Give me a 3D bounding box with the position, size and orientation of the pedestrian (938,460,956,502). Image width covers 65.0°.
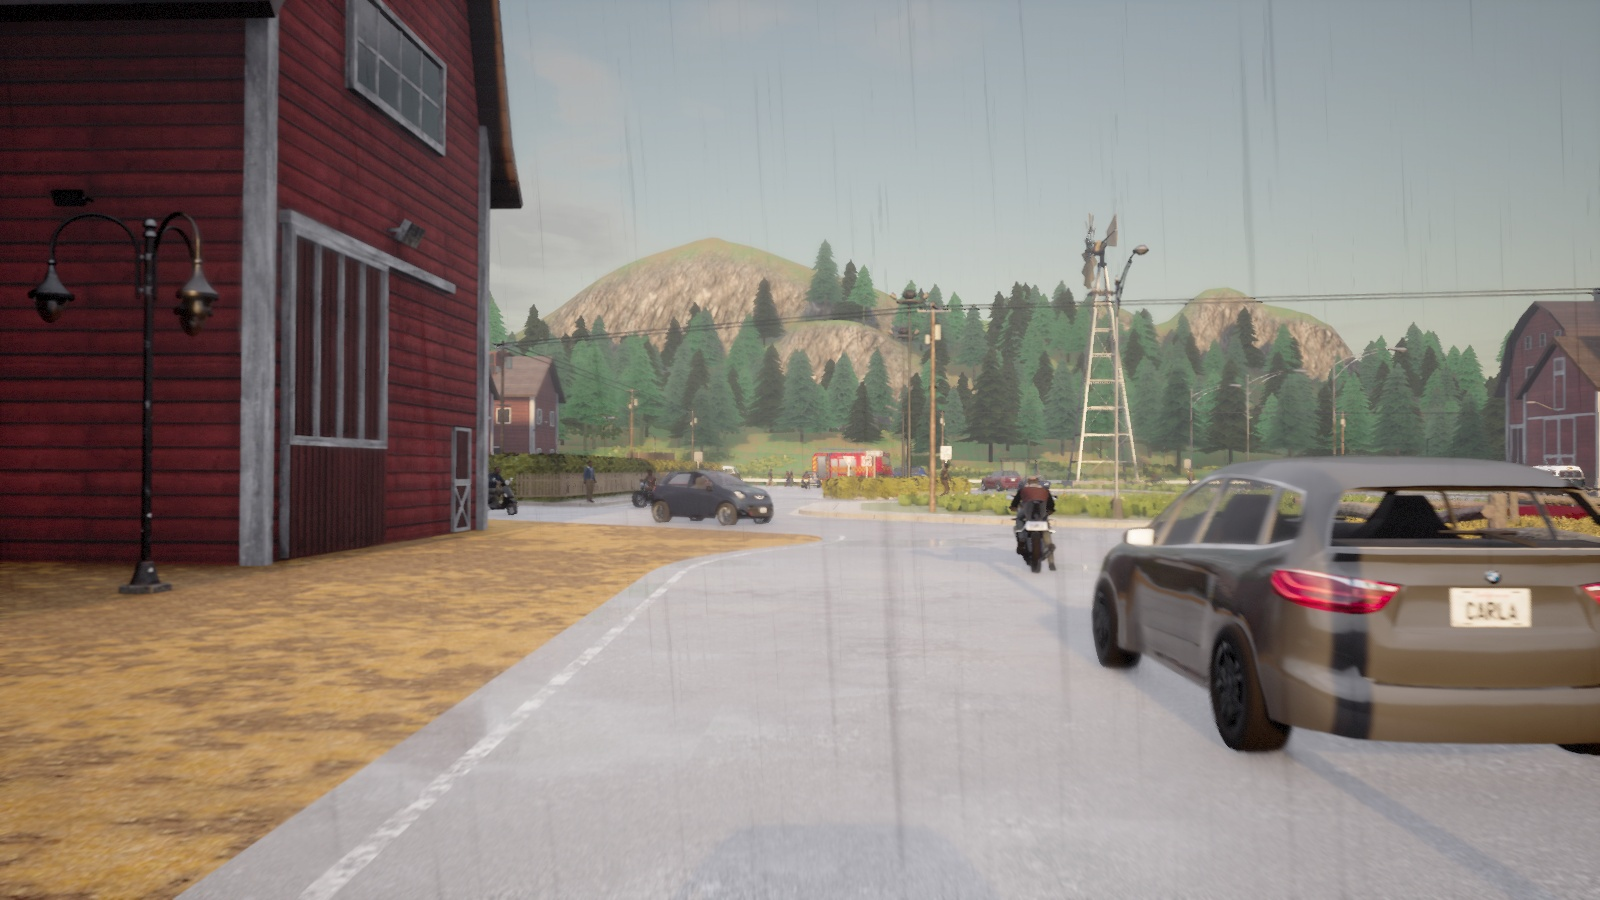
[{"bbox_3d":[6.817,1.417,58.194,0.692,1.930,0.395,0,-1,-27],"label":"pedestrian"}]

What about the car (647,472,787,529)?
[{"bbox_3d":[-2.367,1.382,35.423,3.633,1.501,1.845,-1,-1,38],"label":"car"}]

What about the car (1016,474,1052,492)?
[{"bbox_3d":[16.999,2.376,91.337,1.895,1.301,4.718,0,-1,3],"label":"car"}]

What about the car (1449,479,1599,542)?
[{"bbox_3d":[17.175,1.310,27.695,4.718,1.301,1.895,0,-1,2],"label":"car"}]

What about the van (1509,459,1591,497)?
[{"bbox_3d":[42.063,1.551,70.558,2.069,2.038,4.480,0,-1,2],"label":"van"}]

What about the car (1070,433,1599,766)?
[{"bbox_3d":[3.476,0.790,8.635,2.242,1.667,4.611,0,-1,0],"label":"car"}]

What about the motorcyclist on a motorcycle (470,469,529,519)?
[{"bbox_3d":[-9.778,1.408,40.896,1.817,1.590,0.866,0,-1,34],"label":"motorcyclist on a motorcycle"}]

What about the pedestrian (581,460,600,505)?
[{"bbox_3d":[-9.041,1.411,54.279,0.788,1.949,0.423,-1,-1,44],"label":"pedestrian"}]

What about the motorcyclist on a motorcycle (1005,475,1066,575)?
[{"bbox_3d":[3.789,1.176,20.385,0.866,1.530,2.191,0,-1,8],"label":"motorcyclist on a motorcycle"}]

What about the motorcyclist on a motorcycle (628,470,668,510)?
[{"bbox_3d":[-6.392,1.678,53.058,0.766,1.649,2.350,-1,-1,18],"label":"motorcyclist on a motorcycle"}]
